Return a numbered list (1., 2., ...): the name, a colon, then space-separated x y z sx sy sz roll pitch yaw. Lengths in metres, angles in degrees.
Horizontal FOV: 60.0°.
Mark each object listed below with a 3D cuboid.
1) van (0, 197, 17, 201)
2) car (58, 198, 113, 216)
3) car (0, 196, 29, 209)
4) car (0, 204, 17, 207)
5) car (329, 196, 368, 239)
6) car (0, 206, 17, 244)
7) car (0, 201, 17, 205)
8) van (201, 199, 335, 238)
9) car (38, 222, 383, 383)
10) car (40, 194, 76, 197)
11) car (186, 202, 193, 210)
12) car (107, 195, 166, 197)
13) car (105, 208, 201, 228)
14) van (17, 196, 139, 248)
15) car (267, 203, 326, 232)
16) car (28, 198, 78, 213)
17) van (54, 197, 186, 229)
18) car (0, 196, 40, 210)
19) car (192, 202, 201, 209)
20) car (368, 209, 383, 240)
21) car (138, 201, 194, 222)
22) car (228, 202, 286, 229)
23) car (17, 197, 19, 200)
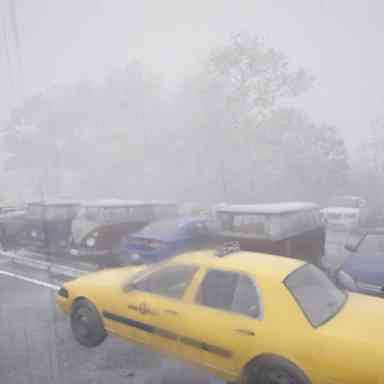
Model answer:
1. van: -13.660 1.267 20.481 1.878 1.987 4.442 0 0 35
2. car: -11.025 1.475 34.752 1.946 1.575 5.366 0 0 35
3. car: -24.689 1.377 44.277 2.231 1.521 4.892 0 0 36
4. car: -9.162 1.554 17.126 2.002 1.452 4.674 0 0 35
5. car: 9.193 1.286 20.068 2.435 2.045 5.566 0 0 36
6. car: -6.858 1.550 15.522 2.163 1.488 4.792 0 0 36
7. car: -11.439 1.505 18.761 2.231 1.521 4.892 0 0 35
8. van: 2.324 1.287 9.081 1.878 1.987 4.442 0 0 36
9. car: 0.232 1.463 4.594 5.366 1.575 1.801 0 0 36
10. car: -13.374 1.210 36.236 2.435 2.045 5.566 0 0 35
11. car: 0.155 1.573 26.514 2.163 1.488 4.792 0 0 36
12. car: -4.368 1.273 29.742 2.435 2.045 5.566 0 0 36
13. car: -0.029 1.517 10.609 2.097 1.535 5.008 0 0 35
14. van: -4.525 1.295 13.966 1.878 1.987 4.442 0 0 35
15. car: 6.948 1.543 21.697 2.231 1.521 4.892 0 0 35
16. car: -15.669 1.473 37.801 2.163 1.488 4.792 0 0 35
17. van: -2.379 1.295 12.149 1.878 1.987 4.442 0 0 35
18. car: -22.539 1.389 42.510 1.946 1.575 5.366 0 0 35
19. car: 2.536 1.541 25.078 1.946 1.575 5.366 0 0 36
20. car: 11.473 1.532 18.483 2.097 1.535 5.008 0 0 36
21. car: -2.077 1.564 28.177 2.163 1.488 4.792 0 0 36
22. car: 4.687 1.544 23.311 2.097 1.535 5.008 0 0 35
23. car: -17.894 1.301 39.462 2.185 1.767 4.553 0 0 36
